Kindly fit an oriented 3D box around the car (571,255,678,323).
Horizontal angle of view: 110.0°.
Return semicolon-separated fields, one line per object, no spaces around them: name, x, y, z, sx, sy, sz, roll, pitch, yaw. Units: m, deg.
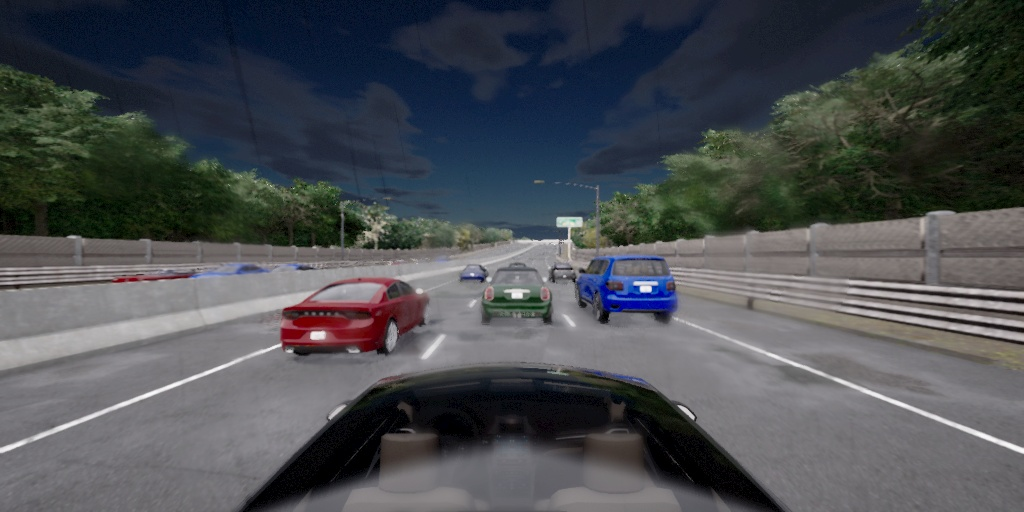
car;3.666;1.000;12.430;2.150;2.045;5.566;0;0;1

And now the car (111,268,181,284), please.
car;-20.905;1.390;21.710;1.895;1.301;4.718;0;0;1

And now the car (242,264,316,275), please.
car;-13.887;1.272;22.396;1.882;1.535;5.008;0;0;1

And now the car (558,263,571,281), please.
car;3.950;1.312;28.830;2.128;1.511;4.902;0;0;1

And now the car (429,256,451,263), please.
car;-12.351;1.090;63.549;2.150;2.045;5.566;0;0;3

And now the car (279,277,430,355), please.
car;-3.366;1.244;8.745;1.882;1.535;5.008;0;0;0

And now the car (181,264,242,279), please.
car;-17.386;1.270;22.527;1.882;1.535;5.008;0;0;1

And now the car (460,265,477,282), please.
car;-3.034;1.381;29.553;1.994;1.385;4.181;0;0;1

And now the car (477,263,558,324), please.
car;0.166;1.128;12.172;2.097;1.767;4.553;0;0;1
